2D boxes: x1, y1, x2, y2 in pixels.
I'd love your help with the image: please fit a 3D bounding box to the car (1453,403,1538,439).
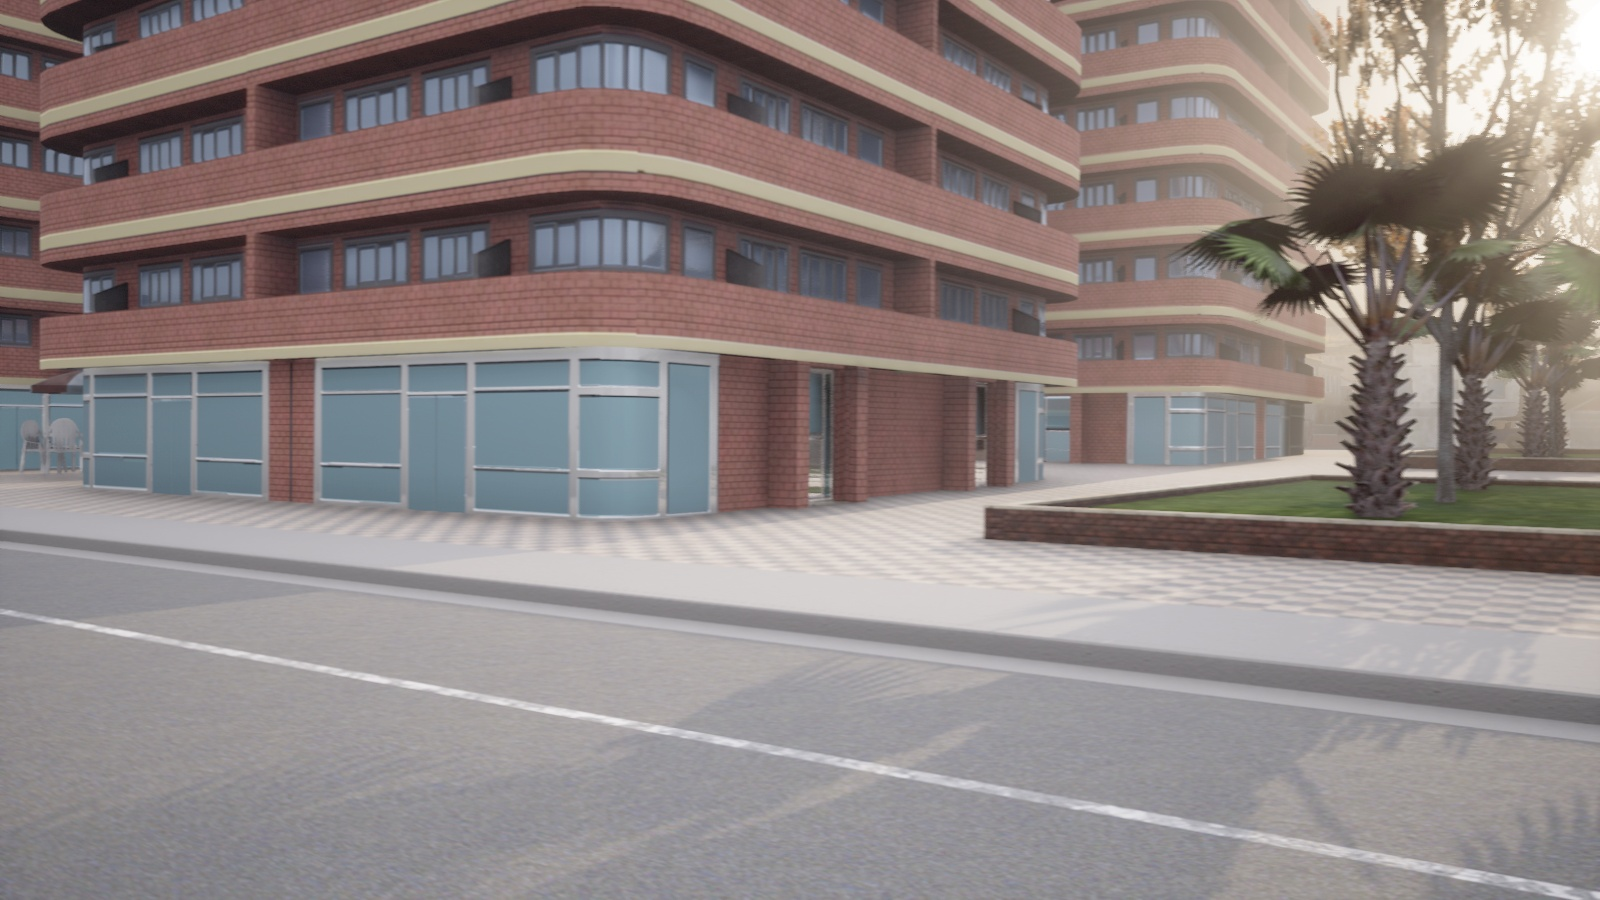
[{"bbox_3d":[37.789,-1.567,68.265,3.866,1.878,1.905,0,1,34],"label":"car"}]
